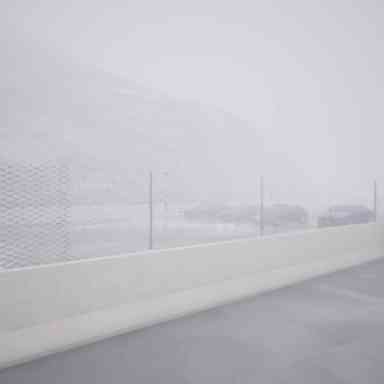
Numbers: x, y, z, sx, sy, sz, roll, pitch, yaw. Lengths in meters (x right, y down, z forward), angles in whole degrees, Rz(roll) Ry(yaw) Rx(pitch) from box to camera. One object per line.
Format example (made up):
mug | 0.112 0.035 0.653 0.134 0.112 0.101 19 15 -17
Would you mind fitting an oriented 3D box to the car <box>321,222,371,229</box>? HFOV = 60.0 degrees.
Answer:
car | 9.800 1.503 21.066 5.008 1.535 1.882 0 0 -42
